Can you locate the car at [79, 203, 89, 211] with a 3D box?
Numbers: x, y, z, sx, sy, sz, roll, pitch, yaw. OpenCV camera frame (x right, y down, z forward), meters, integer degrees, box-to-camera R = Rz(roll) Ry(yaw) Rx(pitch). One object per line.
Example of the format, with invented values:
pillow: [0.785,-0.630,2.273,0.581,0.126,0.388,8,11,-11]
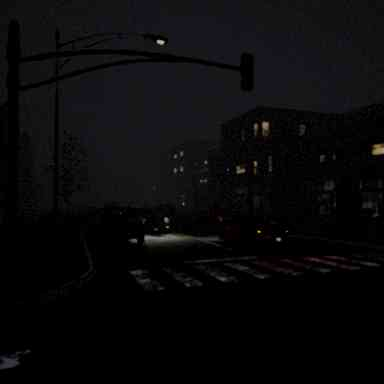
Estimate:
car: [-26.371,3.512,80.860,2.192,1.841,5.009,0,-1,-20]

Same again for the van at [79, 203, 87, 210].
van: [-28.242,3.686,86.081,1.690,1.788,3.998,0,-1,-20]

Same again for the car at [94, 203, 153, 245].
car: [-3.923,1.727,18.204,2.192,1.841,5.009,0,-1,-20]

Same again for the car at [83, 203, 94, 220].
car: [-11.404,2.448,39.086,1.967,1.590,4.097,0,-1,-20]

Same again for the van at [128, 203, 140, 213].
van: [-10.999,2.998,62.801,1.690,1.788,3.998,0,-1,-20]

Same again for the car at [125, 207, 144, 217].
car: [-8.123,2.815,46.968,1.895,1.301,4.718,0,-2,-19]

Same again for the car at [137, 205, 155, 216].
car: [-7.257,2.800,52.356,1.967,1.590,4.097,0,-1,-20]

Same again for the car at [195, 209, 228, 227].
car: [2.097,2.055,26.249,1.967,1.590,4.097,0,-1,-20]

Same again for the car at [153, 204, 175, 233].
car: [-3.054,1.906,23.473,2.097,1.767,4.553,0,-2,-20]

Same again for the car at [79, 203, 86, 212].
car: [-22.627,3.450,70.412,2.008,1.369,4.403,0,-1,-20]

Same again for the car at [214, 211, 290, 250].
car: [2.930,1.864,16.203,1.812,1.442,4.674,1,-2,-18]

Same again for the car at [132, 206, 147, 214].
car: [-9.125,3.090,57.574,1.802,1.307,4.206,0,-1,-20]

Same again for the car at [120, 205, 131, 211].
car: [-14.738,3.536,73.238,1.802,1.307,4.206,0,-1,-20]

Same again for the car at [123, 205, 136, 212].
car: [-12.867,3.350,68.018,1.887,1.381,4.507,0,-1,-20]

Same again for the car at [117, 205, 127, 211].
car: [-16.608,3.684,78.459,1.802,1.307,4.206,0,-1,-20]

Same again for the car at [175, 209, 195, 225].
car: [0.169,2.294,31.628,1.752,1.417,4.829,0,-1,-20]

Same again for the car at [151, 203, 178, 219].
car: [-3.517,2.377,41.916,2.192,1.841,5.009,0,-1,-20]
